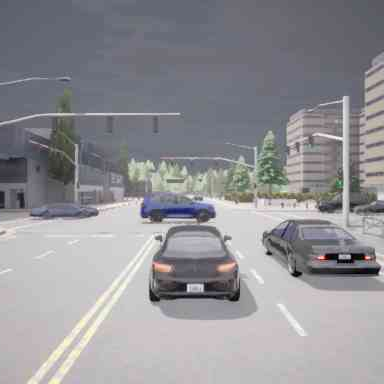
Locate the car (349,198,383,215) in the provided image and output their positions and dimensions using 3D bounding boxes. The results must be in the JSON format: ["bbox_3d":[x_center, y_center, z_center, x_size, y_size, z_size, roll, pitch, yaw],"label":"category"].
[{"bbox_3d":[18.221,1.526,32.475,4.674,1.442,1.812,0,0,-2],"label":"car"}]

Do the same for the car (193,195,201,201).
[{"bbox_3d":[1.305,1.500,88.787,1.837,1.490,4.892,0,0,-1],"label":"car"}]

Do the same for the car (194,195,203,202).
[{"bbox_3d":[1.567,1.478,78.649,1.882,1.535,5.008,0,0,-1],"label":"car"}]

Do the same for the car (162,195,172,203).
[{"bbox_3d":[-5.217,1.500,70.172,1.837,1.490,4.892,0,0,-1],"label":"car"}]

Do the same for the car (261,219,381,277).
[{"bbox_3d":[3.533,1.547,10.216,2.033,1.411,5.357,0,0,0],"label":"car"}]

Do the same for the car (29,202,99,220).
[{"bbox_3d":[-10.630,1.548,27.926,5.357,1.411,2.033,0,0,-12],"label":"car"}]

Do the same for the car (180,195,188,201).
[{"bbox_3d":[-2.040,1.539,82.749,2.033,1.411,5.357,0,0,-1],"label":"car"}]

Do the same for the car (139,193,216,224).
[{"bbox_3d":[-1.052,1.221,24.435,5.566,2.045,2.150,0,0,-4],"label":"car"}]

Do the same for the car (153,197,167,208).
[{"bbox_3d":[-4.781,1.526,50.385,1.812,1.442,4.674,0,0,-2],"label":"car"}]

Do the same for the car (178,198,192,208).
[{"bbox_3d":[-1.050,1.564,47.949,1.994,1.385,4.181,0,0,-1],"label":"car"}]

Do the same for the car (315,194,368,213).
[{"bbox_3d":[16.285,1.222,35.943,5.566,2.045,2.150,0,0,-2],"label":"car"}]

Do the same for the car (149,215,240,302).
[{"bbox_3d":[0.036,1.526,8.159,1.812,1.442,4.674,0,0,-1],"label":"car"}]

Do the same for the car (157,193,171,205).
[{"bbox_3d":[-5.018,1.221,59.812,2.150,2.045,5.566,0,0,-1],"label":"car"}]
